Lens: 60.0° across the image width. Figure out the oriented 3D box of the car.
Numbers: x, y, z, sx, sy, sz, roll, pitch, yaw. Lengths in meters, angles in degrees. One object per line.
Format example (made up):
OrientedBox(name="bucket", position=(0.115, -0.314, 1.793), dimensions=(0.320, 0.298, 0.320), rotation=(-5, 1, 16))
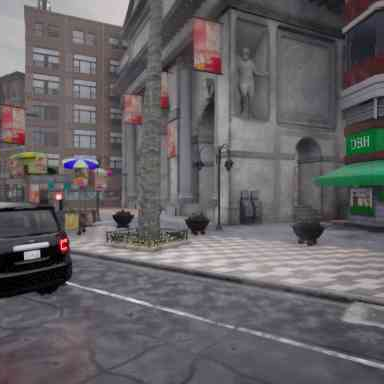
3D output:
OrientedBox(name="car", position=(-5.042, 1.221, 7.538), dimensions=(5.566, 2.045, 2.150), rotation=(0, 0, 36))
